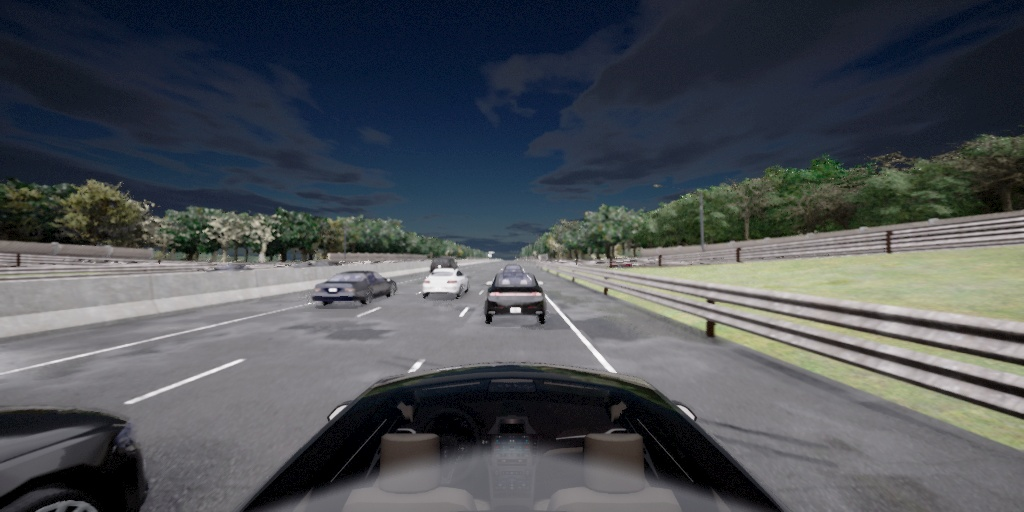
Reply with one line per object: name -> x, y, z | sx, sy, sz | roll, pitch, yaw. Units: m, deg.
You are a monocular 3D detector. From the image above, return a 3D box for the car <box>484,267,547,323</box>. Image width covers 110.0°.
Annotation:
car -> 0.099, 1.296, 12.330 | 2.128, 1.511, 4.902 | 0, 0, 0

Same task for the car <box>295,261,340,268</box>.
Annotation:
car -> -17.597, 1.252, 33.378 | 2.097, 1.767, 4.553 | 0, 0, 0

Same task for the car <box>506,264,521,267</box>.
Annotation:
car -> 0.096, 1.443, 31.881 | 2.033, 1.411, 5.357 | 0, 0, 0

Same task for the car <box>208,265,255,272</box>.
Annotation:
car -> -24.596, 1.457, 31.475 | 1.994, 1.385, 4.181 | 0, 0, 0

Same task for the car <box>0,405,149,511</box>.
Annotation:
car -> -3.399, 1.235, 0.403 | 2.128, 1.511, 4.902 | 0, 0, 0

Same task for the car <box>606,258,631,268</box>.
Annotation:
car -> 17.076, 1.095, 57.675 | 2.097, 1.767, 4.553 | 0, -2, -17

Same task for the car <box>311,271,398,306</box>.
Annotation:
car -> -6.902, 1.371, 16.325 | 2.033, 1.411, 5.357 | 0, 0, 0

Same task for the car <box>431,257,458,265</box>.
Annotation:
car -> -6.904, 1.138, 36.894 | 2.150, 2.045, 5.566 | 0, 0, 0

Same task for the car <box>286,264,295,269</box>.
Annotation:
car -> -21.094, 1.419, 36.283 | 1.837, 1.490, 4.892 | 0, 0, 0

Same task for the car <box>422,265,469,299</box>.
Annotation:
car -> -3.401, 1.361, 18.827 | 1.812, 1.442, 4.674 | 0, 0, 0
